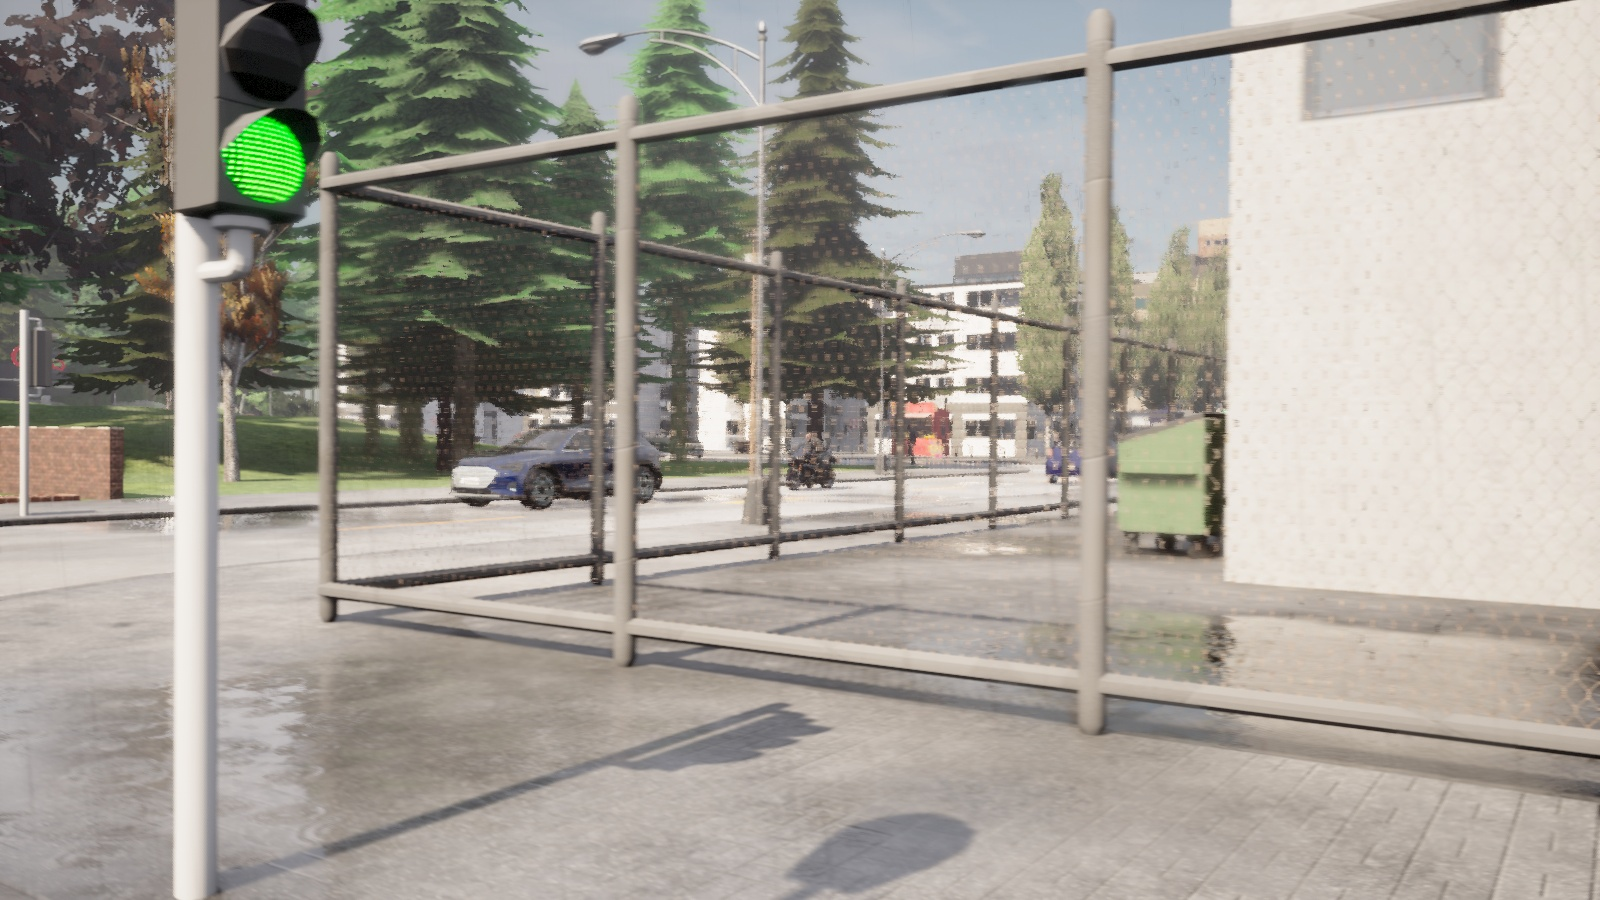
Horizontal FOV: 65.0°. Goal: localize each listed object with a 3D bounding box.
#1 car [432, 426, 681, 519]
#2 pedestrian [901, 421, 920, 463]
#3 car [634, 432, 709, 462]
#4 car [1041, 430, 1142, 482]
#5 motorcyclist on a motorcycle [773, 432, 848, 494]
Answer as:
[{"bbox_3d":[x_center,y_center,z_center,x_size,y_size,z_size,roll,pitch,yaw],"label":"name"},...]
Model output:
[{"bbox_3d":[-4.685,0.360,24.934,2.033,1.649,4.856,0,1,33],"label":"car"},{"bbox_3d":[4.762,-0.345,54.035,0.726,1.835,0.370,0,1,40],"label":"pedestrian"},{"bbox_3d":[-6.993,-0.167,68.281,3.705,1.549,1.789,0,1,34],"label":"car"},{"bbox_3d":[8.895,0.141,38.153,1.845,1.501,3.633,0,1,34],"label":"car"},{"bbox_3d":[0.299,0.317,32.434,0.866,1.530,2.191,0,1,34],"label":"motorcyclist on a motorcycle"}]
